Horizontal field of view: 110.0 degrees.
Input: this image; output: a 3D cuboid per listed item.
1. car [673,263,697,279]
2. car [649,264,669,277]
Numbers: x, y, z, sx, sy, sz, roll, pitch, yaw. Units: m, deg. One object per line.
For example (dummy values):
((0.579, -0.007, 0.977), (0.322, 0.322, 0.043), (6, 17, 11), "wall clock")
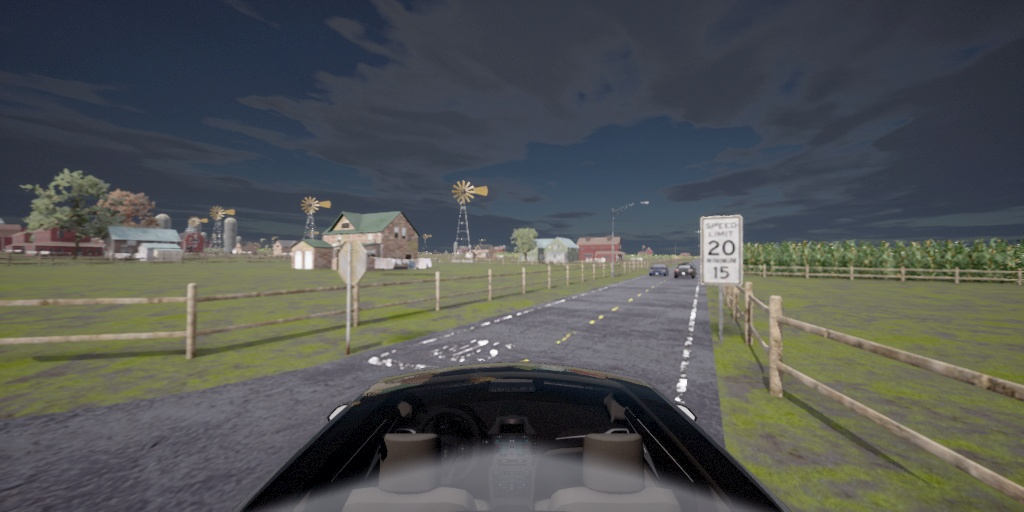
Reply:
((17.885, 1.560, 37.128), (1.812, 1.442, 4.674), (0, 0, 28), "car")
((17.256, 1.612, 41.920), (2.033, 1.411, 5.357), (0, 0, 28), "car")
